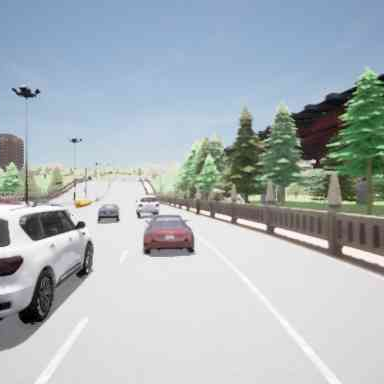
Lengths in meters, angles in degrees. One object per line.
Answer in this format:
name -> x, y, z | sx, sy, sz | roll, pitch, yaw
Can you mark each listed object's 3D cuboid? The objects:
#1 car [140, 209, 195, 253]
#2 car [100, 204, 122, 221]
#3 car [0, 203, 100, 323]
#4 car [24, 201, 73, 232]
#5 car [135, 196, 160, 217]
car -> -1.058, 1.641, 14.169 | 1.994, 1.385, 4.181 | 0, 0, -7
car -> -7.187, 1.737, 29.122 | 2.033, 1.411, 5.357 | 0, 0, -11
car -> -3.779, 1.284, 7.349 | 2.150, 2.045, 5.566 | 0, 0, -4
car -> -9.511, 1.524, 22.466 | 2.097, 1.767, 4.553 | 0, 0, -10
car -> -4.514, 1.416, 33.685 | 2.150, 2.045, 5.566 | 0, 0, -11
